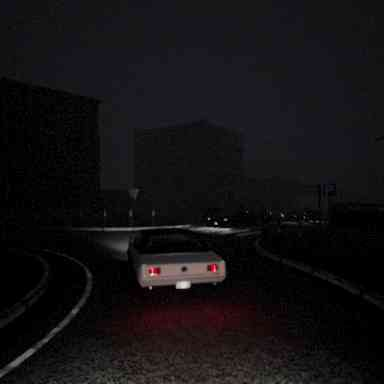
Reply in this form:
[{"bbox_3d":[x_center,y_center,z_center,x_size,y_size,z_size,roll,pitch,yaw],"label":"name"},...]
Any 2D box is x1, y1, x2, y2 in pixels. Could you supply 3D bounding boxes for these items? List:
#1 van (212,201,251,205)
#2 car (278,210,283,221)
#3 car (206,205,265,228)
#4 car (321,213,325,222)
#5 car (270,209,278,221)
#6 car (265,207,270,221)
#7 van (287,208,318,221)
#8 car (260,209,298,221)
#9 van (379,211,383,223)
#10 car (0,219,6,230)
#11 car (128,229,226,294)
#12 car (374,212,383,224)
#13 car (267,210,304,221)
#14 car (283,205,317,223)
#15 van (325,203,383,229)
[{"bbox_3d":[3.783,1.941,34.001,4.442,1.987,1.878,0,-3,35],"label":"van"},{"bbox_3d":[10.311,2.945,43.145,4.792,1.488,2.163,0,-4,35],"label":"car"},{"bbox_3d":[3.200,1.868,24.960,2.033,1.411,5.357,0,-2,36],"label":"car"},{"bbox_3d":[20.816,3.737,50.205,2.128,1.511,4.902,0,-4,35],"label":"car"},{"bbox_3d":[7.070,2.397,38.473,4.553,1.767,2.185,0,-4,35],"label":"car"},{"bbox_3d":[5.447,2.334,36.201,5.008,1.535,2.097,0,-4,35],"label":"car"},{"bbox_3d":[18.071,3.645,54.574,4.442,1.987,1.878,0,-4,35],"label":"van"},{"bbox_3d":[11.877,3.148,45.445,4.674,1.452,2.002,0,-4,35],"label":"car"},{"bbox_3d":[34.717,4.421,56.928,4.442,1.987,1.878,0,-4,35],"label":"van"},{"bbox_3d":[-12.493,1.662,17.301,4.718,1.301,1.895,0,0,1],"label":"car"},{"bbox_3d":[-0.711,1.645,9.038,1.895,1.301,4.718,0,0,-14],"label":"car"},{"bbox_3d":[30.014,3.942,50.008,4.553,1.767,2.185,0,-4,35],"label":"car"},{"bbox_3d":[13.394,3.332,47.630,4.674,1.452,2.002,0,-4,35],"label":"car"},{"bbox_3d":[13.043,2.532,39.078,2.150,2.045,5.566,0,-4,35],"label":"car"},{"bbox_3d":[12.665,1.791,24.763,4.442,1.987,1.878,0,-3,35],"label":"van"}]
